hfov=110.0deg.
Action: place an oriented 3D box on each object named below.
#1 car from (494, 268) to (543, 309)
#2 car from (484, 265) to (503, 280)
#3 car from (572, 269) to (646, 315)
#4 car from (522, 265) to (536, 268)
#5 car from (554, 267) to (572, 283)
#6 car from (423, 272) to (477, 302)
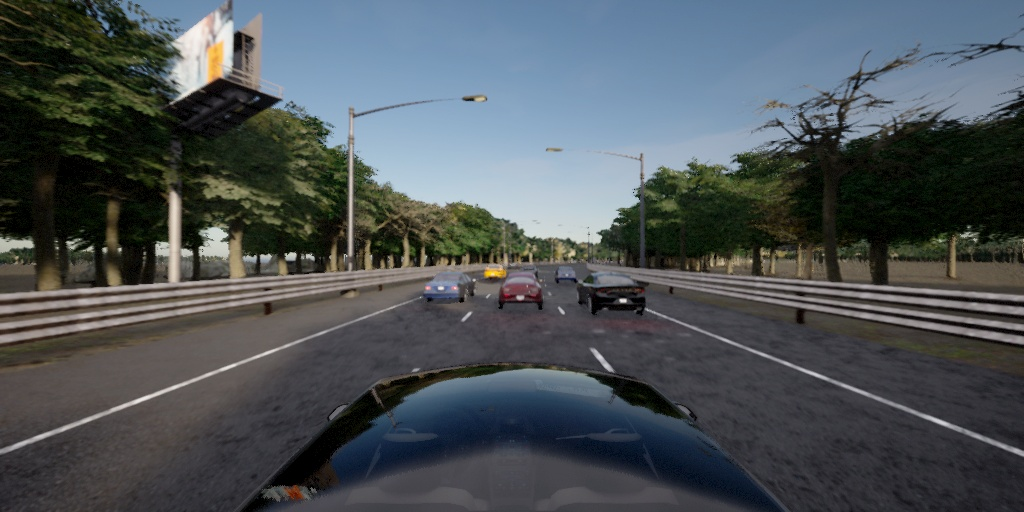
[{"bbox_3d":[0.406,1.465,16.128,1.812,1.442,4.674,0,-1,2],"label":"car"},{"bbox_3d":[-1.701,1.704,38.079,1.882,1.535,5.008,0,-1,5],"label":"car"},{"bbox_3d":[3.852,1.402,14.645,1.882,1.535,5.008,0,-1,2],"label":"car"},{"bbox_3d":[1.801,1.721,37.902,2.128,1.511,4.902,0,-1,5],"label":"car"},{"bbox_3d":[4.887,1.719,33.132,2.033,1.411,5.357,0,-1,5],"label":"car"},{"bbox_3d":[-3.025,1.510,18.332,2.033,1.411,5.357,0,-1,2],"label":"car"}]
